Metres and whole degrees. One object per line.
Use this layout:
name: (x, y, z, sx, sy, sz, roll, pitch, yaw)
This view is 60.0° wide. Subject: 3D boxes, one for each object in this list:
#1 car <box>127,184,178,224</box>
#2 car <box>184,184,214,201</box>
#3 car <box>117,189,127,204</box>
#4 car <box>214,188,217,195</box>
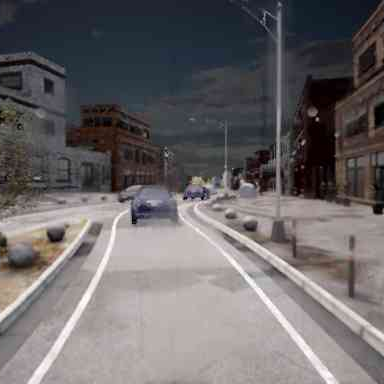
car: (-1.859, 0.446, 16.582, 2.097, 1.767, 4.553, 0, 3, -6)
car: (0.654, -0.017, 35.196, 2.097, 1.767, 4.553, 0, 0, 14)
car: (-4.585, 0.184, 28.189, 1.837, 1.490, 4.892, 0, 1, 15)
car: (4.066, -0.052, 67.980, 2.097, 1.767, 4.553, 0, 0, 7)
